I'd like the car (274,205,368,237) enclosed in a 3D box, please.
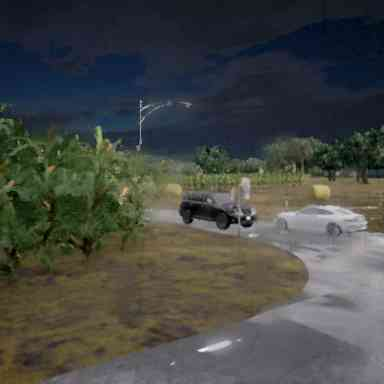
[{"bbox_3d":[6.498,1.392,17.226,1.812,1.442,4.674,-2,2,-41],"label":"car"}]

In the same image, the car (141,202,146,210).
[{"bbox_3d":[-5.927,1.008,30.250,1.882,1.535,5.008,0,1,-35],"label":"car"}]

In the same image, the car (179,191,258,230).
[{"bbox_3d":[1.393,0.994,19.904,2.150,2.045,5.566,0,1,-36],"label":"car"}]
